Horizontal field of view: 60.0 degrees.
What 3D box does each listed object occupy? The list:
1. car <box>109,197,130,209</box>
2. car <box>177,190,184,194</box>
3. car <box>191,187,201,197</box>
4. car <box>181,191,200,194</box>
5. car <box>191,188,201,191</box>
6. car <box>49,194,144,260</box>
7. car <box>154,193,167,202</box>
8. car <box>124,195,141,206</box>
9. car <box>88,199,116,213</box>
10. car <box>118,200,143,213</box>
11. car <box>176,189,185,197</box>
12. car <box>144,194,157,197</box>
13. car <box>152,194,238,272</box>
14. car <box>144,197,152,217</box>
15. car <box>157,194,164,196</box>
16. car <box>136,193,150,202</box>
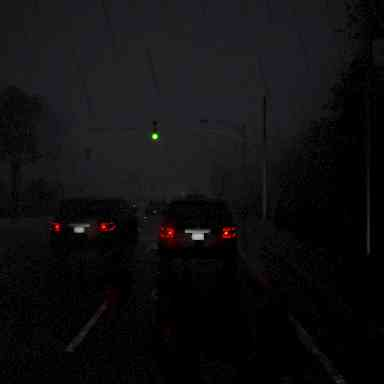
[{"bbox_3d":[-10.088,1.478,46.569,1.812,1.442,4.674,0,0,1],"label":"car"},{"bbox_3d":[-2.736,1.000,67.861,2.033,1.411,5.357,0,3,1],"label":"car"},{"bbox_3d":[0.894,-0.038,78.247,2.150,2.045,5.566,0,3,1],"label":"car"},{"bbox_3d":[0.382,1.192,29.204,2.150,2.045,5.566,0,0,1],"label":"car"},{"bbox_3d":[0.768,0.785,68.194,2.097,1.767,4.553,0,3,1],"label":"car"},{"bbox_3d":[-3.379,1.209,12.531,2.150,2.045,5.566,0,0,-1],"label":"car"},{"bbox_3d":[-6.254,1.092,66.483,1.994,1.385,4.181,0,3,1],"label":"car"},{"bbox_3d":[-9.925,1.388,55.899,1.882,1.535,5.008,0,1,1],"label":"car"},{"bbox_3d":[-10.206,1.524,37.889,1.994,1.385,4.181,0,0,1],"label":"car"},{"bbox_3d":[-6.720,1.563,36.927,1.895,1.301,4.718,0,0,1],"label":"car"},{"bbox_3d":[-2.606,0.216,78.274,1.882,1.535,5.008,0,3,1],"label":"car"},{"bbox_3d":[-6.595,1.444,46.095,2.128,1.511,4.902,0,0,1],"label":"car"},{"bbox_3d":[0.176,1.209,10.910,2.150,2.045,5.566,0,0,1],"label":"car"},{"bbox_3d":[-3.103,1.460,30.379,2.128,1.511,4.902,0,0,1],"label":"car"},{"bbox_3d":[-6.421,1.453,56.204,2.033,1.411,5.357,0,1,1],"label":"car"},{"bbox_3d":[-9.753,1.091,66.526,1.994,1.385,4.181,0,3,1],"label":"car"}]
